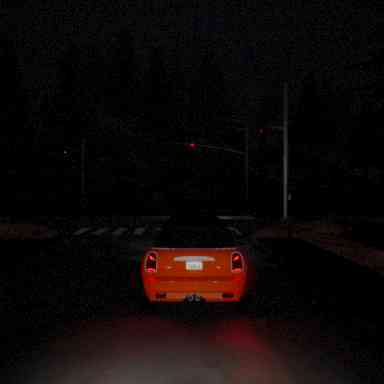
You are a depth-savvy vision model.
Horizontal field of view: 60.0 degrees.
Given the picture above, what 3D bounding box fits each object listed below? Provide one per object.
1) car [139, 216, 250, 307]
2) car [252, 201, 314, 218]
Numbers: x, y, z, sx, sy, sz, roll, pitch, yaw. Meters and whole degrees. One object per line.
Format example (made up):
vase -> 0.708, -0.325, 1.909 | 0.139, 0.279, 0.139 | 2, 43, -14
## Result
car -> 0.049, 1.351, 8.149 | 2.097, 1.767, 4.553 | 0, 0, 0
car -> 7.393, 1.434, 27.373 | 4.718, 1.301, 1.895 | 0, 0, 0
